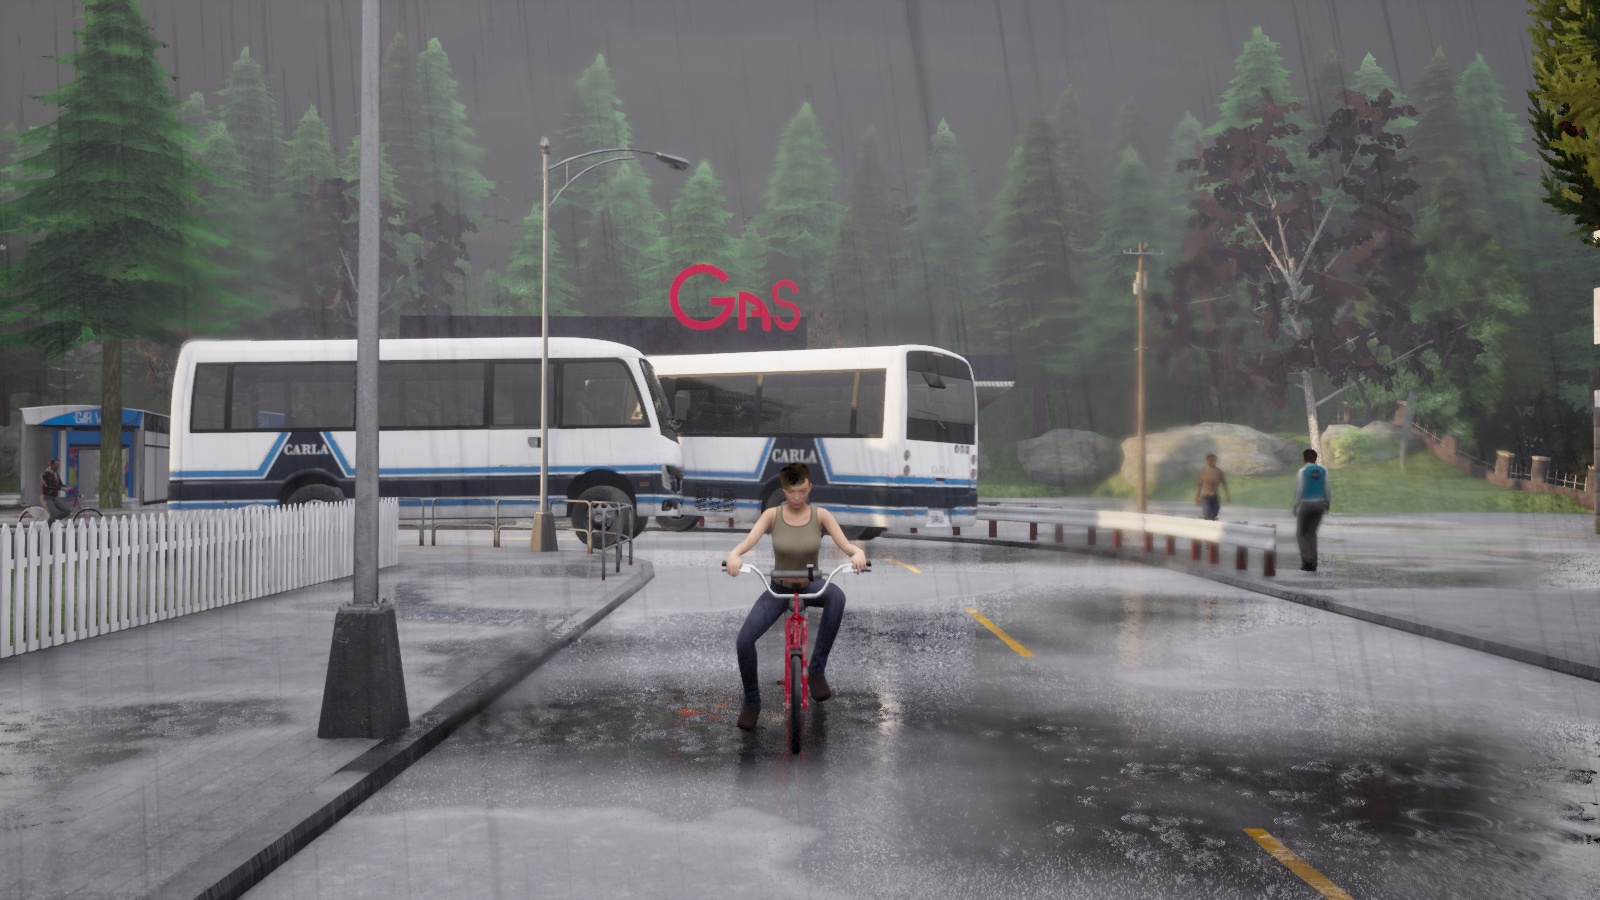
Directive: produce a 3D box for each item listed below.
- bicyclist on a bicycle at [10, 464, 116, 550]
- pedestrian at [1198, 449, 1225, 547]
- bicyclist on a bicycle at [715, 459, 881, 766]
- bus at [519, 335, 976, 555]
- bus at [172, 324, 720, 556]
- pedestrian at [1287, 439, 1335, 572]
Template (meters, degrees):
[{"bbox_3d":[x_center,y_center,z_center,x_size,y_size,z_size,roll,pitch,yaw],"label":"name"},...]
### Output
[{"bbox_3d":[-15.588,1.193,26.584,1.843,1.776,0.659,0,-1,0],"label":"bicyclist on a bicycle"},{"bbox_3d":[7.681,0.885,23.471,0.328,1.805,0.869,0,-1,8],"label":"pedestrian"},{"bbox_3d":[-0.014,0.874,7.379,0.866,1.612,1.509,0,-2,0],"label":"bicyclist on a bicycle"},{"bbox_3d":[-1.485,-0.066,28.979,10.273,4.253,3.944,0,-2,37],"label":"bus"},{"bbox_3d":[-6.928,-0.098,26.133,10.273,4.253,3.944,-1,-3,-1],"label":"bus"},{"bbox_3d":[7.558,0.806,18.590,0.396,1.930,0.692,0,-1,-1],"label":"pedestrian"}]
